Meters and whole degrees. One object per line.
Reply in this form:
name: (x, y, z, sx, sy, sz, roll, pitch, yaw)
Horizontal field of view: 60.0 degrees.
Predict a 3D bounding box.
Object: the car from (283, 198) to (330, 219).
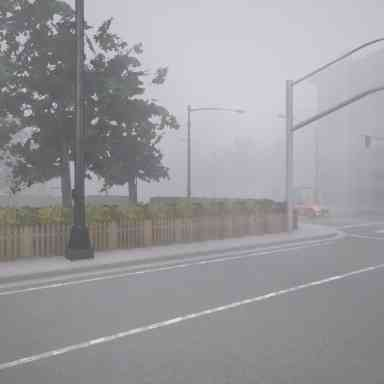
car: (9.862, 1.352, 29.548, 2.097, 1.767, 4.553, 0, 0, -35)
